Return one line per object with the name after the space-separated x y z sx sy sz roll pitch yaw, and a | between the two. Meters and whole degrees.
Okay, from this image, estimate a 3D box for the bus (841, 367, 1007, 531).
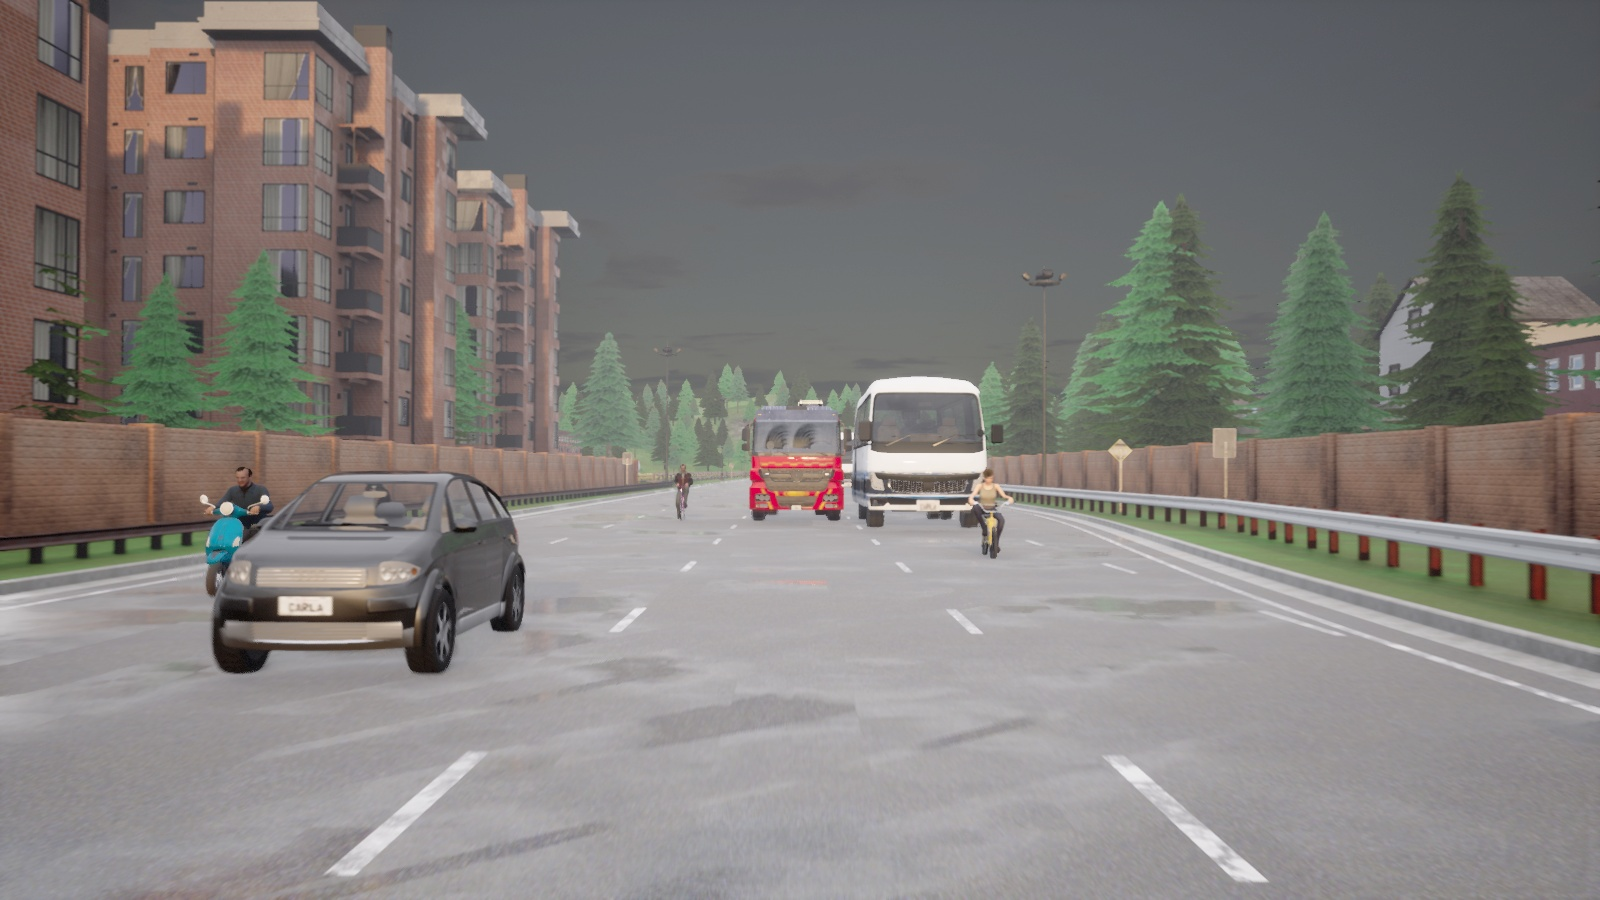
3.402 0.059 37.946 3.944 4.253 10.273 0 -1 0 | bus

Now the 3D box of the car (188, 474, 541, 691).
-3.527 0.990 10.921 1.789 1.549 3.705 0 -1 0 | car

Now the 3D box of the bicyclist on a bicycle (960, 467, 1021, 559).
3.444 1.120 22.858 0.866 1.612 1.509 0 -1 0 | bicyclist on a bicycle

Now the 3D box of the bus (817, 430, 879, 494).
3.278 0.912 88.966 3.944 4.253 10.273 0 -1 0 | bus

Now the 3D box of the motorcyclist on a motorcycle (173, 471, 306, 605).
-7.039 1.062 15.874 0.866 1.590 1.817 0 -1 0 | motorcyclist on a motorcycle

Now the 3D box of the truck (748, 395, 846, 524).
-0.106 0.348 41.712 2.891 3.827 8.468 0 -1 0 | truck
